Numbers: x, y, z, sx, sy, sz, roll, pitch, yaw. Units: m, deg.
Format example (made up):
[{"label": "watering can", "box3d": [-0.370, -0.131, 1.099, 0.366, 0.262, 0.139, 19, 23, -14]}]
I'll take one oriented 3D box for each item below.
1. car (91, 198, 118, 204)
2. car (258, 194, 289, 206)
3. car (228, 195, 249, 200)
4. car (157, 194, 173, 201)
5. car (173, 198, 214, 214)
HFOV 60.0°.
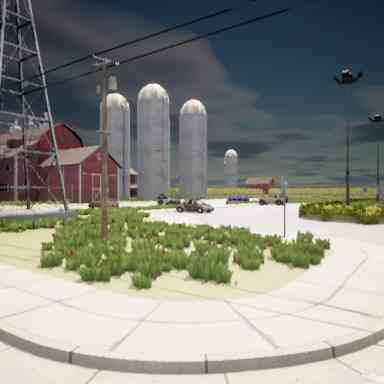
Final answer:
[{"label": "car", "box3d": [-10.926, 1.459, 41.083, 4.193, 1.474, 1.816, 0, 0, 35]}, {"label": "car", "box3d": [13.005, 1.264, 53.273, 4.605, 1.855, 1.932, 0, 0, 35]}, {"label": "car", "box3d": [10.127, 1.439, 72.348, 4.611, 1.667, 2.242, 0, 0, 35]}, {"label": "car", "box3d": [-3.694, 1.268, 52.476, 3.866, 1.878, 1.905, 0, 0, 35]}, {"label": "car", "box3d": [0.317, 1.472, 34.716, 3.905, 1.438, 1.784, 0, 0, 35]}]
